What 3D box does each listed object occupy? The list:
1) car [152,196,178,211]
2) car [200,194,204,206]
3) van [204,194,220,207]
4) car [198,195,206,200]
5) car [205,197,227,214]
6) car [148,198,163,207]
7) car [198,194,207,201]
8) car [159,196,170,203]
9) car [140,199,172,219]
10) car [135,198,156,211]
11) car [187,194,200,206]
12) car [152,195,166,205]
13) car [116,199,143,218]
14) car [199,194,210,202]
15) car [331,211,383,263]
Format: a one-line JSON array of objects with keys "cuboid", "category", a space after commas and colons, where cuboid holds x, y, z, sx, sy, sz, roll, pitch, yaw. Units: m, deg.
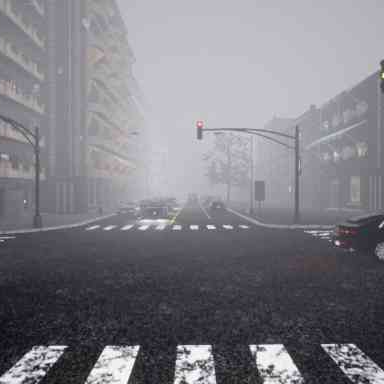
[{"cuboid": [-3.099, 1.535, 38.645, 2.033, 1.411, 5.357, 0, 0, 0], "category": "car"}, {"cuboid": [2.686, 1.420, 52.264, 1.967, 1.590, 4.097, 0, 0, 0], "category": "car"}, {"cuboid": [2.685, 1.327, 41.196, 1.690, 1.788, 3.998, 0, 0, 0], "category": "van"}, {"cuboid": [2.687, 1.495, 90.998, 1.887, 1.381, 4.507, 0, 0, 0], "category": "car"}, {"cuboid": [2.687, 1.555, 35.663, 1.947, 1.339, 4.313, 0, 0, 0], "category": "car"}, {"cuboid": [-5.693, 1.562, 52.271, 1.802, 1.307, 4.206, 0, 0, 0], "category": "car"}, {"cuboid": [2.686, 1.396, 85.464, 1.967, 1.590, 4.097, 0, 0, 0], "category": "car"}, {"cuboid": [-5.693, 1.551, 68.872, 1.802, 1.307, 4.206, 0, 0, 0], "category": "car"}, {"cuboid": [-3.109, 1.556, 29.297, 1.994, 1.385, 4.181, 0, 0, -1], "category": "car"}, {"cuboid": [-5.693, 1.531, 41.204, 1.887, 1.381, 4.507, 0, 0, 0], "category": "car"}, {"cuboid": [0.101, 1.527, 52.938, 2.033, 1.411, 5.357, 0, 0, 0], "category": "car"}, {"cuboid": [-5.695, 1.417, 57.804, 1.967, 1.590, 4.097, 0, 0, 0], "category": "car"}, {"cuboid": [-5.694, 1.542, 30.137, 2.008, 1.369, 4.403, 0, 0, 0], "category": "car"}, {"cuboid": [2.685, 1.280, 74.398, 2.192, 1.841, 5.009, 0, 0, 0], "category": "car"}, {"cuboid": [7.156, 1.374, 10.899, 4.892, 1.490, 1.837, -1, 1, -1], "category": "car"}]
